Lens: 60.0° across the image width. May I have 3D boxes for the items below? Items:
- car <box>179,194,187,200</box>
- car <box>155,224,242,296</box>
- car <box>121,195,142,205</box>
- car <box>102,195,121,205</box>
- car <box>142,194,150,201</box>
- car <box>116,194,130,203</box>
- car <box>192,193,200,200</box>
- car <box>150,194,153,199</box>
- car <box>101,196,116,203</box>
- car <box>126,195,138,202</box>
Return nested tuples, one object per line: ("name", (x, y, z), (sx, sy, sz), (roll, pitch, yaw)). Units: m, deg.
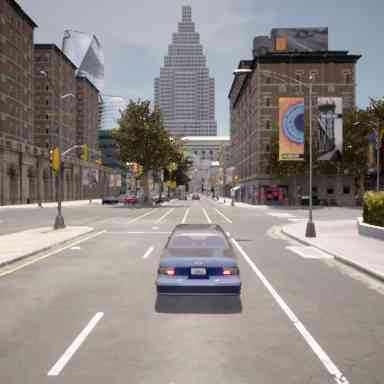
("car", (-2.436, 1.540, 89.523), (2.033, 1.411, 5.357), (0, 0, 1))
("car", (0.166, 1.547, 8.803), (2.033, 1.411, 5.357), (0, 0, 1))
("car", (-10.866, 1.477, 59.719), (1.882, 1.535, 5.008), (0, 0, 1))
("car", (-14.384, 1.601, 58.535), (1.895, 1.301, 4.718), (0, 0, 1))
("car", (-10.678, 1.500, 69.514), (1.837, 1.490, 4.892), (0, 0, 1))
("car", (-14.189, 1.355, 68.642), (2.097, 1.767, 4.553), (0, 0, 1))
("car", (1.069, 1.350, 89.882), (2.097, 1.767, 4.553), (0, 0, 1))
("car", (-10.558, 1.355, 79.503), (2.097, 1.767, 4.553), (0, 0, 1))
("car", (-17.426, 1.595, 69.687), (1.895, 1.301, 4.718), (0, 0, 1))
("car", (-14.067, 1.478, 78.741), (1.882, 1.535, 5.008), (0, 0, 1))
